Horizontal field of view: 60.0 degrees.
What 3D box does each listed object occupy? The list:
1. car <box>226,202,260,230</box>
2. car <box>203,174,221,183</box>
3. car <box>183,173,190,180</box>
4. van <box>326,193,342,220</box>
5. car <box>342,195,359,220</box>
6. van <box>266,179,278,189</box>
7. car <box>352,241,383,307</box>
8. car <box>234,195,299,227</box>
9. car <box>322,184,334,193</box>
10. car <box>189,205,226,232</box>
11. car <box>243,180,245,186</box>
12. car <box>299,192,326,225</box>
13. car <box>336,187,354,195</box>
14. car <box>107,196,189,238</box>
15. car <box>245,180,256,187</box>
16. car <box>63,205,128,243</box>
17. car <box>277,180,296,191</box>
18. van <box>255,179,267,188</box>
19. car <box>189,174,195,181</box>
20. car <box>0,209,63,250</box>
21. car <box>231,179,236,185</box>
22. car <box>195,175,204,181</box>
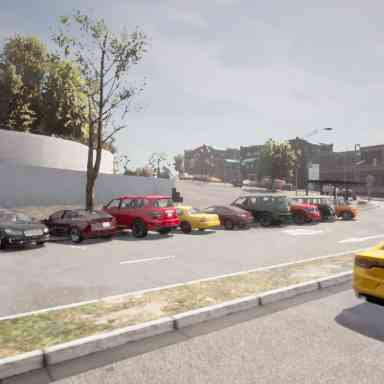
[{"bbox_3d":[1.631,1.549,21.331,4.674,1.452,2.002,-1,-1,35],"label":"car"},{"bbox_3d":[5.804,-3.174,86.420,1.946,1.575,5.366,7,3,34],"label":"car"},{"bbox_3d":[0.433,-4.084,93.618,2.185,1.767,4.553,4,1,33],"label":"car"},{"bbox_3d":[9.114,1.297,26.459,4.442,1.987,1.878,-1,-1,35],"label":"van"},{"bbox_3d":[11.524,1.404,28.208,4.553,1.767,2.185,-1,-1,35],"label":"car"},{"bbox_3d":[17.777,-1.489,68.918,1.878,1.987,4.442,7,4,35],"label":"van"},{"bbox_3d":[5.364,1.487,6.948,5.008,1.535,1.882,0,0,-35],"label":"car"},{"bbox_3d":[4.060,1.263,23.087,5.566,2.045,2.435,-1,-1,35],"label":"car"},{"bbox_3d":[24.741,-0.425,59.166,2.435,2.045,5.566,7,3,35],"label":"car"},{"bbox_3d":[-0.976,1.503,19.705,5.366,1.575,1.946,-1,-1,35],"label":"car"},{"bbox_3d":[12.646,-2.042,76.444,2.002,1.452,4.674,7,4,35],"label":"car"},{"bbox_3d":[6.574,1.268,24.791,5.566,2.045,2.435,-1,-1,35],"label":"car"},{"bbox_3d":[26.431,0.138,56.692,2.002,1.452,4.674,7,3,35],"label":"car"},{"bbox_3d":[-3.297,1.248,17.879,5.566,2.045,2.435,-1,-1,35],"label":"car"},{"bbox_3d":[14.476,-1.811,74.122,1.946,1.575,5.366,7,3,35],"label":"car"},{"bbox_3d":[-5.743,1.525,16.135,4.792,1.488,2.163,-1,-1,35],"label":"car"},{"bbox_3d":[19.535,-0.991,66.554,2.231,1.521,4.892,7,3,35],"label":"car"},{"bbox_3d":[16.049,-1.763,71.390,1.878,1.987,4.442,7,4,35],"label":"van"},{"bbox_3d":[2.162,-3.849,91.147,2.185,1.767,4.553,6,3,34],"label":"car"},{"bbox_3d":[-8.164,1.494,14.390,4.892,1.521,2.231,-1,-1,35],"label":"car"},{"bbox_3d":[10.905,-2.316,78.907,2.002,1.452,4.674,7,3,35],"label":"car"},{"bbox_3d":[3.955,-3.697,88.680,2.435,2.045,5.566,7,3,34],"label":"car"}]
